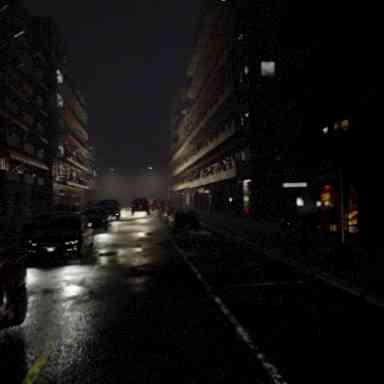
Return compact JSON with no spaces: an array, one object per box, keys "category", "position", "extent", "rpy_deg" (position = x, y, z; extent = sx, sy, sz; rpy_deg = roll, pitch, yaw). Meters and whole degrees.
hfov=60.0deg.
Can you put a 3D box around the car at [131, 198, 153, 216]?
[{"category":"car","position":[-6.360,1.770,41.066],"extent":[2.150,2.045,5.566],"rpy_deg":[-1,-1,-9]}]

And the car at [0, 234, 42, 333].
[{"category":"car","position":[-3.685,1.631,4.501],"extent":[1.812,1.442,4.674],"rpy_deg":[-1,-1,-10]}]

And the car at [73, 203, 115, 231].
[{"category":"car","position":[-6.773,1.845,23.575],"extent":[1.882,1.535,5.008],"rpy_deg":[-1,-1,-9]}]

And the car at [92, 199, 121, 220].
[{"category":"car","position":[-8.396,1.730,33.883],"extent":[2.150,2.045,5.566],"rpy_deg":[-1,-1,-9]}]

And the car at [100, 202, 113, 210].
[{"category":"car","position":[-15.083,2.475,58.911],"extent":[1.947,1.339,4.313],"rpy_deg":[0,-1,-9]}]

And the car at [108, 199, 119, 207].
[{"category":"car","position":[-17.742,2.456,75.403],"extent":[2.192,1.841,5.009],"rpy_deg":[0,-1,-9]}]

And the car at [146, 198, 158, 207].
[{"category":"car","position":[-8.579,2.237,71.208],"extent":[2.192,1.841,5.009],"rpy_deg":[0,-1,-9]}]

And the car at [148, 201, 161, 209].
[{"category":"car","position":[-6.806,2.318,60.213],"extent":[2.008,1.369,4.403],"rpy_deg":[0,-1,-9]}]

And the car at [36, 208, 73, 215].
[{"category":"car","position":[-8.884,1.918,20.436],"extent":[1.887,1.381,4.507],"rpy_deg":[0,-1,-9]}]

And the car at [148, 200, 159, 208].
[{"category":"car","position":[-7.692,2.389,65.709],"extent":[1.887,1.381,4.507],"rpy_deg":[0,-1,-9]}]

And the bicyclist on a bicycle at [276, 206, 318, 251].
[{"category":"bicyclist on a bicycle","position":[3.885,1.347,12.299],"extent":[1.656,1.620,0.582],"rpy_deg":[-1,-1,-9]}]

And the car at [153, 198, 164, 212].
[{"category":"car","position":[-5.036,1.928,49.223],"extent":[2.192,1.841,5.009],"rpy_deg":[0,-1,-9]}]

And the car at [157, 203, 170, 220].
[{"category":"car","position":[-1.491,1.858,27.234],"extent":[2.008,1.369,4.403],"rpy_deg":[0,-1,-9]}]

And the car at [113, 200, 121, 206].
[{"category":"car","position":[-19.512,2.879,86.393],"extent":[1.802,1.307,4.206],"rpy_deg":[0,-1,-9]}]

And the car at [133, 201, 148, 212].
[{"category":"car","position":[-8.063,2.189,51.702],"extent":[2.128,1.511,4.902],"rpy_deg":[-1,-1,-9]}]

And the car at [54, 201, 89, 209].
[{"category":"car","position":[-9.771,1.764,25.936],"extent":[2.192,1.841,5.009],"rpy_deg":[0,-1,-9]}]

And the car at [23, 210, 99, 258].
[{"category":"car","position":[-5.185,1.736,13.696],"extent":[1.837,1.490,4.892],"rpy_deg":[-1,-1,-9]}]

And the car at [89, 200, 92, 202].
[{"category":"car","position":[-12.428,1.993,42.425],"extent":[2.192,1.841,5.009],"rpy_deg":[0,-1,-9]}]

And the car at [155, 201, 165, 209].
[{"category":"car","position":[-2.404,1.911,32.899],"extent":[1.752,1.417,4.829],"rpy_deg":[0,-1,-9]}]

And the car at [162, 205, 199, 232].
[{"category":"car","position":[-0.606,1.782,21.738],"extent":[2.008,1.369,4.403],"rpy_deg":[0,-1,-9]}]

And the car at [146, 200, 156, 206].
[{"category":"car","position":[-9.463,2.551,76.702],"extent":[2.008,1.369,4.403],"rpy_deg":[0,-1,-9]}]
